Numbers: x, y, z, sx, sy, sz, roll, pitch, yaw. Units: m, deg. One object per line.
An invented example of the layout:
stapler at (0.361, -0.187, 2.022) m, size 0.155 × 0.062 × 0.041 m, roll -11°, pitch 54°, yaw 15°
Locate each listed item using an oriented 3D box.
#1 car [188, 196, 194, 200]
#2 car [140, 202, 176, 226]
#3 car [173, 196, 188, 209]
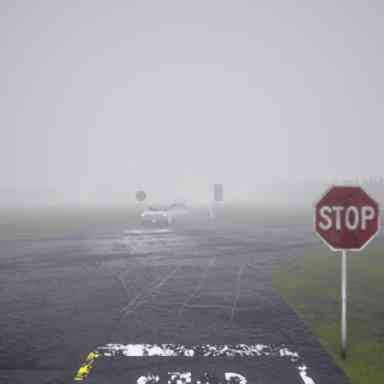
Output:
car at (-0.597, 1.362, 66.954) m, size 1.812 × 1.442 × 4.674 m, roll 0°, pitch 0°, yaw 4°
car at (-2.428, 1.601, 23.815) m, size 1.895 × 1.301 × 4.718 m, roll 0°, pitch 0°, yaw 1°
car at (-1.740, 1.598, 44.685) m, size 1.895 × 1.301 × 4.718 m, roll 0°, pitch 0°, yaw 2°
